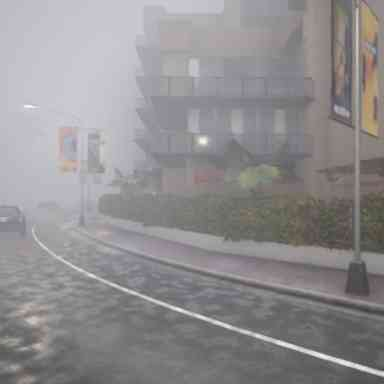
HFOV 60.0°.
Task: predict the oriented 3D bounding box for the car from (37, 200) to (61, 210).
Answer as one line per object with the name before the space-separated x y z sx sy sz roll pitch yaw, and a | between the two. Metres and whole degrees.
car | -21.478 1.876 50.083 1.882 1.535 5.008 0 0 0

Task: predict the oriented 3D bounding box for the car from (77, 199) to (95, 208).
car | -18.039 1.984 56.893 2.128 1.511 4.902 0 -1 0

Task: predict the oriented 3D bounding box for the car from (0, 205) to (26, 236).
car | -10.660 1.490 18.975 2.097 1.767 4.553 1 -1 -27
